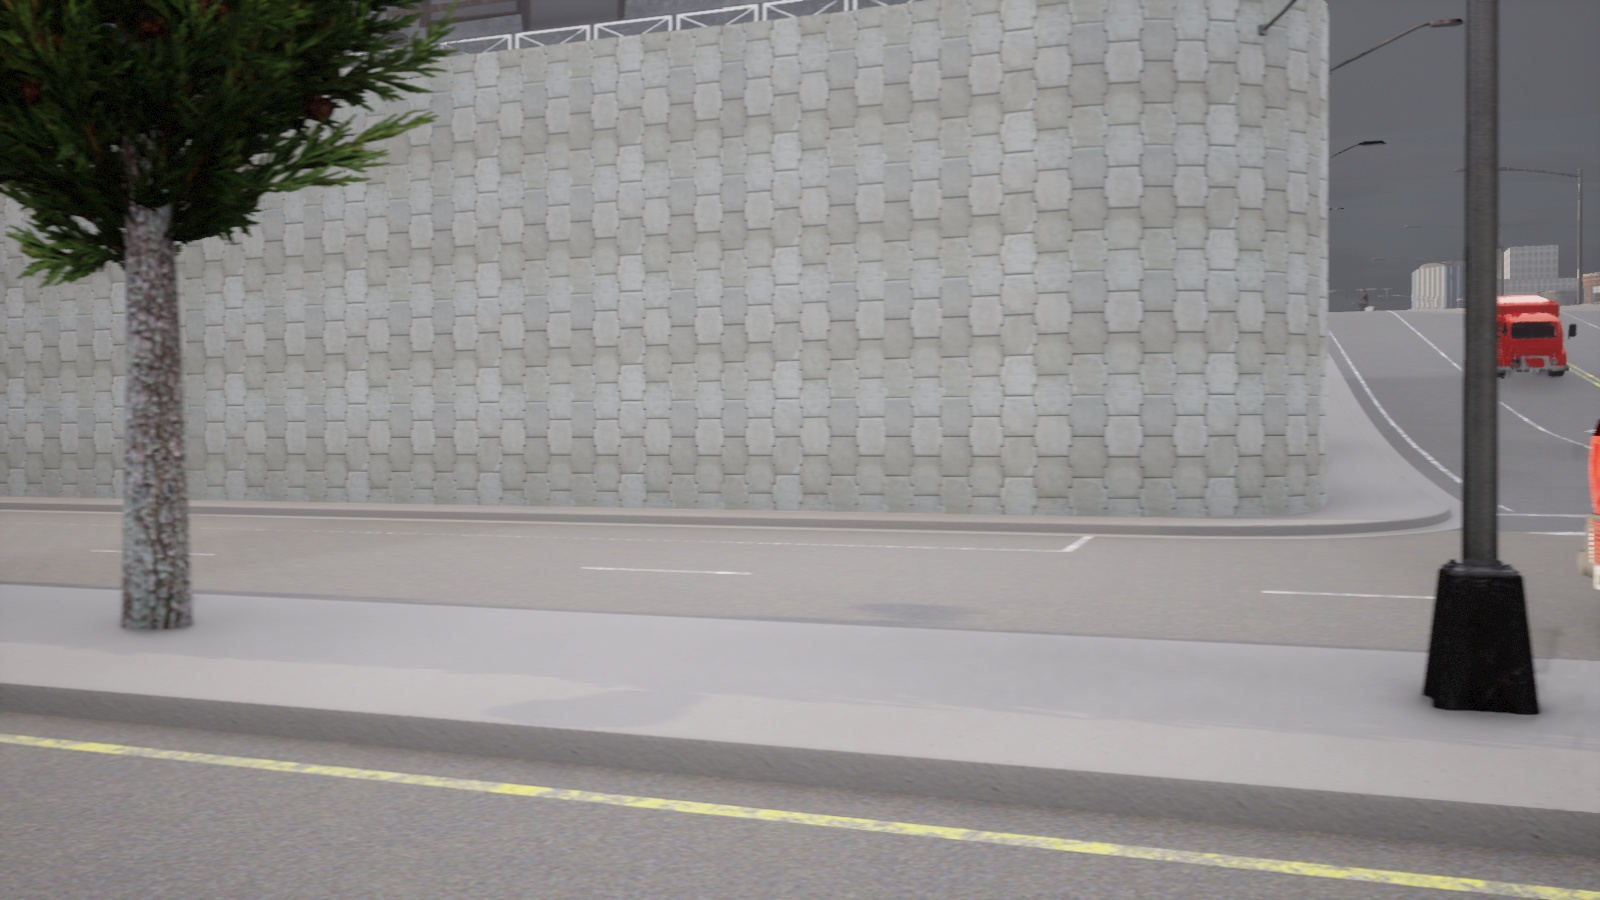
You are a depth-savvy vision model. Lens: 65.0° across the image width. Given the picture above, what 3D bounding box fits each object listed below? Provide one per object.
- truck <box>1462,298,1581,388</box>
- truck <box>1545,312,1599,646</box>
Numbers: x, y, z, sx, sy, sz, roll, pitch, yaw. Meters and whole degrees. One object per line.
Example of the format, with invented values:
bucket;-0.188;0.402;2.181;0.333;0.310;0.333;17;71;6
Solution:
truck;25.443;-3.849;44.551;2.627;2.467;5.204;1;12;19
truck;8.493;0.226;8.767;5.204;2.467;2.627;1;1;19
